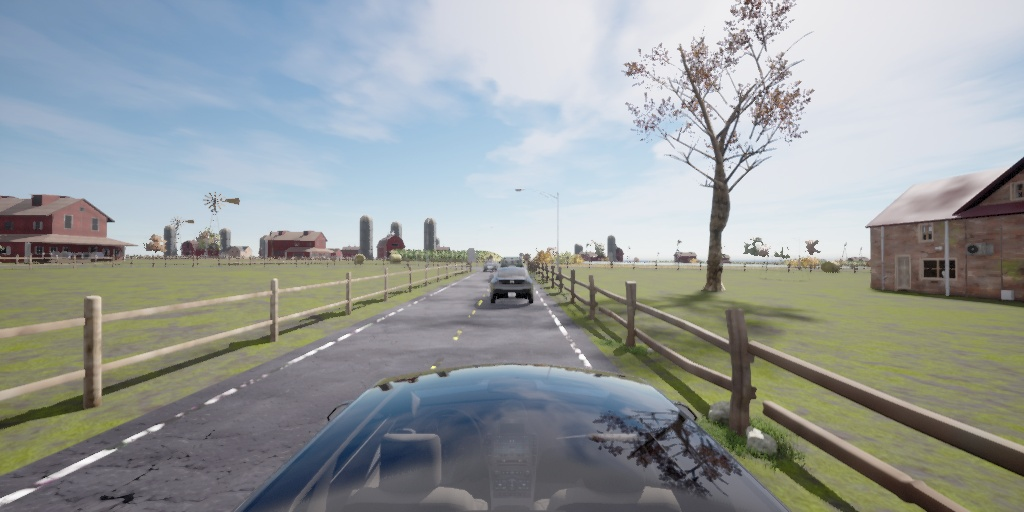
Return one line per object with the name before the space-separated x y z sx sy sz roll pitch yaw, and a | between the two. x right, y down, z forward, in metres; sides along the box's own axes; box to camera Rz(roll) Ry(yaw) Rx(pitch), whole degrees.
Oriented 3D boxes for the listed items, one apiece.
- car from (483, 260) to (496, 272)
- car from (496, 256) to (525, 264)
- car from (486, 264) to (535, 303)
car | -2.751 1.321 47.502 2.128 1.511 4.902 0 0 0
car | 0.000 1.032 31.532 2.150 2.045 5.566 0 0 0
car | 0.000 1.273 16.500 1.837 1.490 4.892 0 0 0
